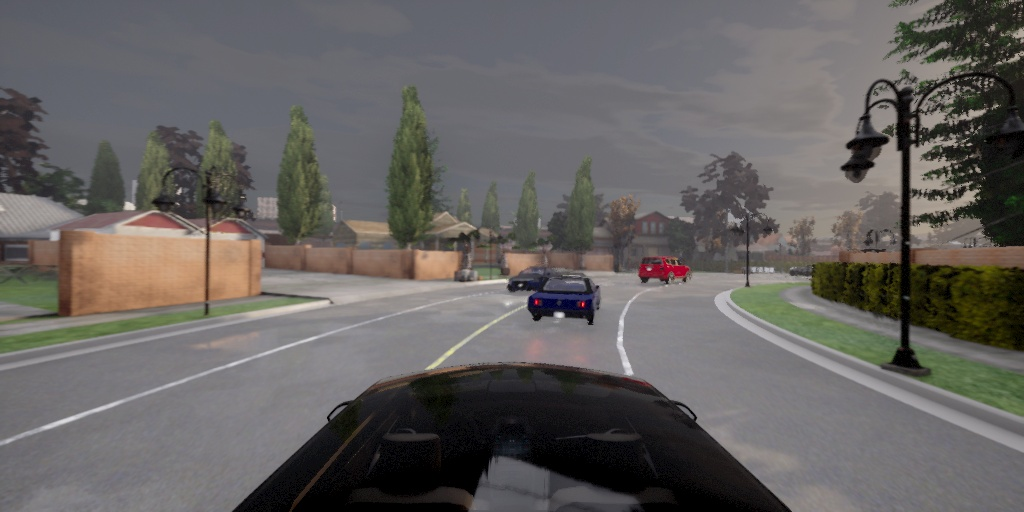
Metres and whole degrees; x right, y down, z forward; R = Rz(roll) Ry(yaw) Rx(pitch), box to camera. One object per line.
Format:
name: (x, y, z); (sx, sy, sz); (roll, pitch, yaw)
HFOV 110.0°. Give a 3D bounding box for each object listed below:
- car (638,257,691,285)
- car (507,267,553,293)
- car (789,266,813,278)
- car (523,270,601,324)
car: (11.898, 1.081, 27.835); (5.566, 2.045, 2.150); (1, -1, -44)
car: (1.392, 1.301, 19.868); (1.994, 1.385, 4.181); (0, 0, 29)
car: (36.107, 1.897, 43.846); (4.181, 1.385, 1.994); (1, 0, -20)
car: (1.962, 1.346, 12.081); (1.895, 1.301, 4.718); (0, 0, 17)
